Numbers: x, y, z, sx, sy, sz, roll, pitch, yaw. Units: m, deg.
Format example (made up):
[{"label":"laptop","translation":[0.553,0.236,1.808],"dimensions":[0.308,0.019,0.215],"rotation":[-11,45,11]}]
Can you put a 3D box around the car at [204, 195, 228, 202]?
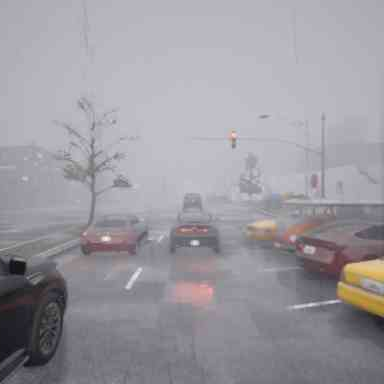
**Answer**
[{"label":"car","translation":[5.085,1.429,70.223],"dimensions":[4.674,1.452,2.002],"rotation":[1,-2,-20]}]

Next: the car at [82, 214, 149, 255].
[{"label":"car","translation":[-2.896,1.539,13.213],"dimensions":[1.994,1.385,4.181],"rotation":[0,0,0]}]

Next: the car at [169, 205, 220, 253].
[{"label":"car","translation":[0.103,1.478,13.580],"dimensions":[1.837,1.490,4.892],"rotation":[0,0,0]}]

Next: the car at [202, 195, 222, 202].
[{"label":"car","translation":[5.125,1.591,85.120],"dimensions":[4.553,1.767,2.185],"rotation":[1,-1,-20]}]

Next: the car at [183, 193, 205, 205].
[{"label":"car","translation":[0.099,1.101,40.188],"dimensions":[2.150,2.045,5.566],"rotation":[-1,1,0]}]

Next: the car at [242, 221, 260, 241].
[{"label":"car","translation":[4.902,1.458,14.896],"dimensions":[5.366,1.575,1.946],"rotation":[1,0,-20]}]

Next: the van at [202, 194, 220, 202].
[{"label":"van","translation":[4.990,1.553,88.048],"dimensions":[4.442,1.987,1.878],"rotation":[1,-1,-20]}]

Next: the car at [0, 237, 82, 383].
[{"label":"car","translation":[-2.893,1.211,2.624],"dimensions":[2.150,2.045,5.566],"rotation":[0,0,0]}]

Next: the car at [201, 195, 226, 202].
[{"label":"car","translation":[4.918,1.513,76.110],"dimensions":[5.366,1.575,1.946],"rotation":[1,-1,-20]}]

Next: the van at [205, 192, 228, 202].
[{"label":"van","translation":[4.983,1.095,67.205],"dimensions":[4.442,1.987,1.878],"rotation":[1,-1,-20]}]

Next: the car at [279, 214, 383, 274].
[{"label":"car","translation":[5.098,1.502,9.011],"dimensions":[4.792,1.488,2.163],"rotation":[1,0,-20]}]

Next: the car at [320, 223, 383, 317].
[{"label":"car","translation":[5.246,1.476,6.081],"dimensions":[5.366,1.575,1.946],"rotation":[1,0,-20]}]

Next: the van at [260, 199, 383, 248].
[{"label":"van","translation":[4.968,1.240,11.937],"dimensions":[4.442,1.987,1.878],"rotation":[1,0,-20]}]

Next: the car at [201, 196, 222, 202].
[{"label":"car","translation":[5.268,1.847,91.133],"dimensions":[5.366,1.575,1.946],"rotation":[1,-2,-20]}]
